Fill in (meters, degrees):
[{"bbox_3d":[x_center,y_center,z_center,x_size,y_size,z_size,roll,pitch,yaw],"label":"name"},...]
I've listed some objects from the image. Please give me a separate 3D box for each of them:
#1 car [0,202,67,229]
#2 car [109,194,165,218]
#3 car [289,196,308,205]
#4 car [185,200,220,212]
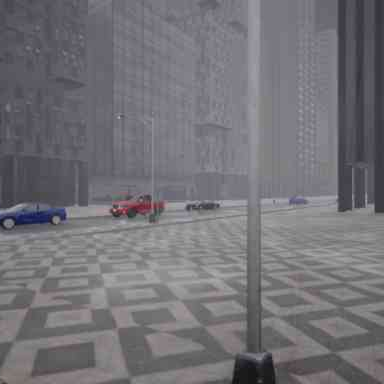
[{"bbox_3d":[-10.714,1.457,21.719,1.882,1.535,5.008,0,0,36],"label":"car"},{"bbox_3d":[-4.778,1.188,29.836,2.150,2.045,5.566,0,0,36],"label":"car"},{"bbox_3d":[17.647,1.399,55.079,1.882,1.535,5.008,0,0,36],"label":"car"},{"bbox_3d":[1.215,1.553,38.021,1.895,1.301,4.718,0,0,36],"label":"car"}]
